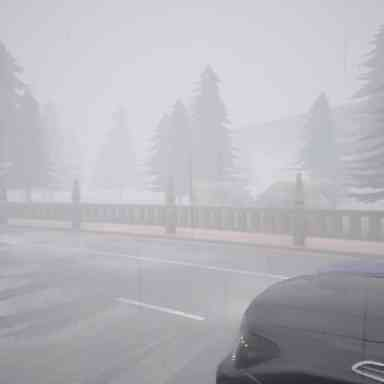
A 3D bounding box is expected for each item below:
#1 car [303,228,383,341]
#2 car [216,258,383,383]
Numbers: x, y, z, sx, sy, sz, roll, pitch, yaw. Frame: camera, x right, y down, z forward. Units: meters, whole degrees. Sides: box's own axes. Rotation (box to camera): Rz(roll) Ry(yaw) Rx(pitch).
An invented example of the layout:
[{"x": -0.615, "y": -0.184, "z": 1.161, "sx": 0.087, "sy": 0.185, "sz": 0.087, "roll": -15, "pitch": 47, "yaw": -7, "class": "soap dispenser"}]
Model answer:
[{"x": 4.312, "y": 1.501, "z": 5.030, "sx": 4.674, "sy": 1.442, "sz": 1.812, "roll": 0, "pitch": 0, "yaw": 35, "class": "car"}, {"x": 2.855, "y": 1.210, "z": 1.863, "sx": 5.566, "sy": 2.045, "sz": 2.150, "roll": 0, "pitch": 0, "yaw": 36, "class": "car"}]
